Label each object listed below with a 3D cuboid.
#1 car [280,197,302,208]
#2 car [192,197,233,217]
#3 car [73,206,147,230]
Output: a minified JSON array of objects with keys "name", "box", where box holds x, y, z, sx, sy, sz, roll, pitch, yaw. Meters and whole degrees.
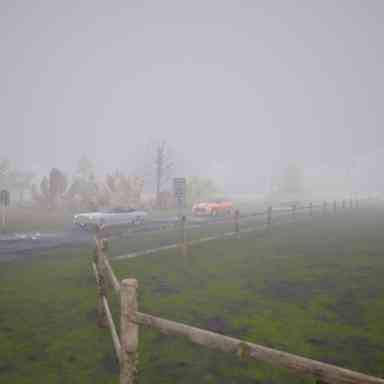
[{"name":"car","box":[14.215,1.425,47.711,1.837,1.490,4.892,0,-1,36]},{"name":"car","box":[1.982,1.288,31.049,2.097,1.767,4.553,0,0,36]},{"name":"car","box":[-5.147,1.560,21.280,1.895,1.301,4.718,0,0,36]}]
